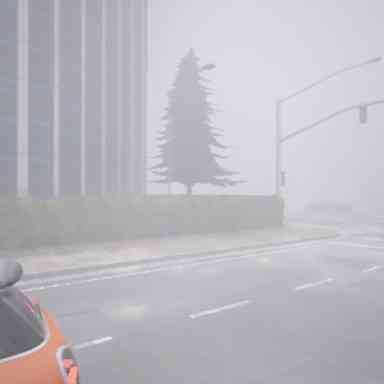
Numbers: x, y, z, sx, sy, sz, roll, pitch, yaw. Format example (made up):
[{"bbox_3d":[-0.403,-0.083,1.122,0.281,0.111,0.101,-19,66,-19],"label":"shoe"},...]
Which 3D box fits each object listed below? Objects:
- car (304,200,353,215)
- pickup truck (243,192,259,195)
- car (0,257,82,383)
[{"bbox_3d":[14.099,1.534,34.619,1.882,1.535,5.008,0,0,-35],"label":"car"},{"bbox_3d":[11.859,1.144,65.768,2.390,2.098,6.274,0,0,-6],"label":"pickup truck"},{"bbox_3d":[-2.994,1.349,1.836,4.553,1.767,2.097,0,0,-35],"label":"car"}]
